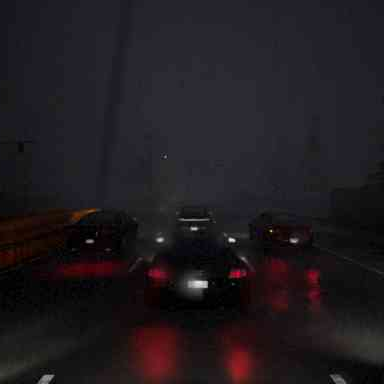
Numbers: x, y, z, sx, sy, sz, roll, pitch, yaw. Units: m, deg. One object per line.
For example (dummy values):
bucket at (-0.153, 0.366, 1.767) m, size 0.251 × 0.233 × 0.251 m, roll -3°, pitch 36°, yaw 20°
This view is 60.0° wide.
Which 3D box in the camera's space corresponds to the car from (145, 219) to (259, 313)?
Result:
car at (0.100, 1.564, 7.748) m, size 1.994 × 1.385 × 4.181 m, roll 0°, pitch 0°, yaw 0°

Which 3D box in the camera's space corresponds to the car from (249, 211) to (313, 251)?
car at (3.599, 1.525, 14.006) m, size 1.812 × 1.442 × 4.674 m, roll 0°, pitch 0°, yaw 0°

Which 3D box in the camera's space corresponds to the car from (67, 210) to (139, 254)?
car at (-3.399, 1.478, 13.533) m, size 1.882 × 1.535 × 5.008 m, roll 0°, pitch 0°, yaw 0°

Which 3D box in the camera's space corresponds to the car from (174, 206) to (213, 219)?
car at (0.099, 1.492, 17.697) m, size 2.128 × 1.511 × 4.902 m, roll 0°, pitch 0°, yaw 0°
